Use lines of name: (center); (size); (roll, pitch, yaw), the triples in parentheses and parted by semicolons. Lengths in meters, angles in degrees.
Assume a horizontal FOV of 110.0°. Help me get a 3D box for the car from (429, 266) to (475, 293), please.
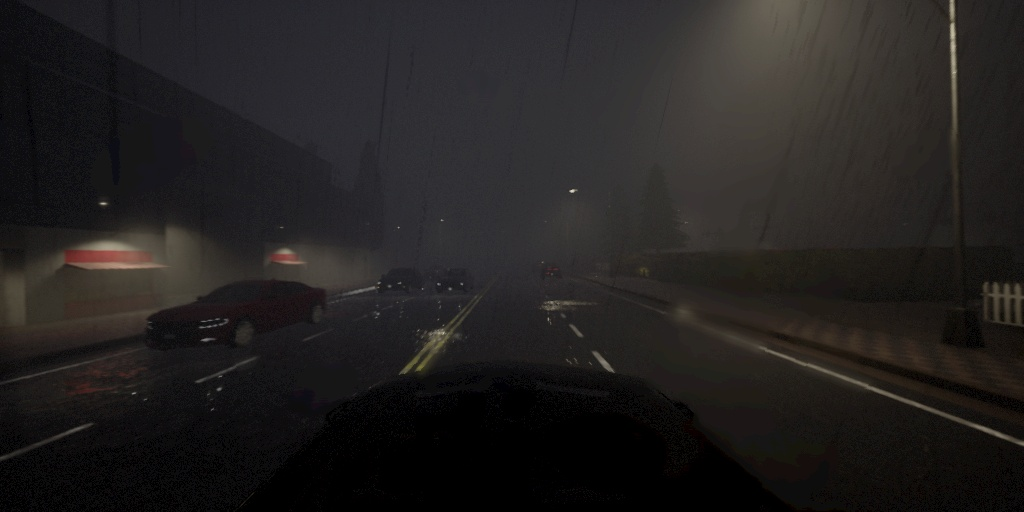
car: (-3.491, 1.493, 22.899); (2.033, 1.411, 5.357); (-1, 0, 0)

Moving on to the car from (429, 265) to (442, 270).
car: (-6.973, 1.589, 33.045); (1.812, 1.442, 4.674); (-1, 0, 1)

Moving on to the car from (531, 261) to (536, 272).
car: (3.676, 1.438, 49.174); (2.128, 1.511, 4.902); (-1, -1, 1)

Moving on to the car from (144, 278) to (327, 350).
car: (-7.142, 1.413, 9.974); (1.882, 1.535, 5.008); (-1, 0, 0)

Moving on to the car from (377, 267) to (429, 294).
car: (-6.992, 1.507, 22.912); (1.837, 1.490, 4.892); (-1, 0, 0)

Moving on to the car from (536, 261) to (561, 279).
car: (3.627, 1.374, 34.726); (1.837, 1.490, 4.892); (-1, 0, 0)
